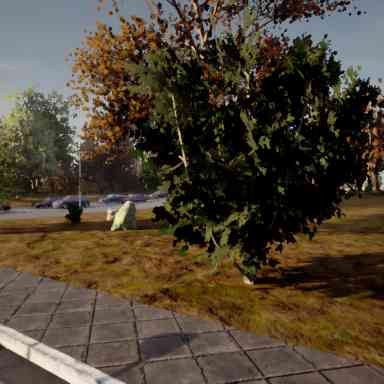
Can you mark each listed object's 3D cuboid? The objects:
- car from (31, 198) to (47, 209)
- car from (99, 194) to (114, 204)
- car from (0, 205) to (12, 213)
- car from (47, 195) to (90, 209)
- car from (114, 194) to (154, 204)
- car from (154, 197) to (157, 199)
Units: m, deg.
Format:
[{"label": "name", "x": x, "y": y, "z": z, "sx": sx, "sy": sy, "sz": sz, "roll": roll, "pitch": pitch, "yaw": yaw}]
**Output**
[{"label": "car", "x": -18.552, "y": 1.401, "z": 44.433, "sx": 2.033, "sy": 1.411, "sz": 5.357, "roll": 0, "pitch": 2, "yaw": 39}, {"label": "car", "x": -12.338, "y": 1.009, "z": 52.076, "sx": 1.812, "sy": 1.442, "sz": 4.674, "roll": 0, "pitch": 2, "yaw": 39}, {"label": "car", "x": -21.768, "y": 1.646, "z": 34.901, "sx": 1.895, "sy": 1.301, "sz": 4.718, "roll": 0, "pitch": 1, "yaw": 39}, {"label": "car", "x": -15.490, "y": 1.179, "z": 42.650, "sx": 2.097, "sy": 1.767, "sz": 4.553, "roll": 0, "pitch": 2, "yaw": 39}, {"label": "car", "x": -8.798, "y": 0.959, "z": 50.901, "sx": 2.033, "sy": 1.411, "sz": 5.357, "roll": 0, "pitch": 3, "yaw": 39}, {"label": "car", "x": -5.781, "y": 0.465, "z": 60.108, "sx": 2.128, "sy": 1.511, "sz": 4.902, "roll": 0, "pitch": 3, "yaw": 40}]
